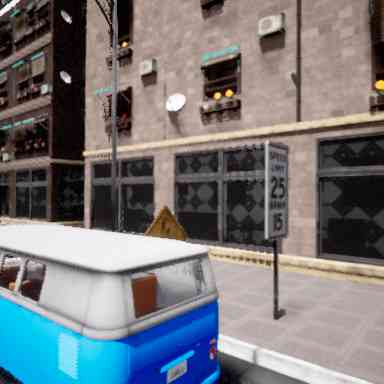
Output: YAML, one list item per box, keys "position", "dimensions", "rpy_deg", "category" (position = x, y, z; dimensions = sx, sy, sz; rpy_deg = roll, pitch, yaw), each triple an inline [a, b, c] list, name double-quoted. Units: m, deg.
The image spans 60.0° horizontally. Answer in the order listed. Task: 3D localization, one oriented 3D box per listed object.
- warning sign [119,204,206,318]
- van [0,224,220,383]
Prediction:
- position: [-0.545, 1.185, 6.390]
  dimensions: [1.060, 1.860, 1.300]
  rpy_deg: [0, -1, 39]
  category: "warning sign"
- position: [-1.573, 1.379, 4.166]
  dimensions: [3.998, 1.788, 1.690]
  rpy_deg: [0, -1, 39]
  category: "van"
